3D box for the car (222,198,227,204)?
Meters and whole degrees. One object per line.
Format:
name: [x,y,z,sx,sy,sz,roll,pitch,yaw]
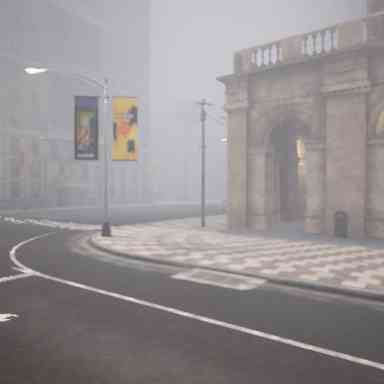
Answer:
car: [7.785,1.484,63.052,2.033,1.411,5.357,0,0,36]
